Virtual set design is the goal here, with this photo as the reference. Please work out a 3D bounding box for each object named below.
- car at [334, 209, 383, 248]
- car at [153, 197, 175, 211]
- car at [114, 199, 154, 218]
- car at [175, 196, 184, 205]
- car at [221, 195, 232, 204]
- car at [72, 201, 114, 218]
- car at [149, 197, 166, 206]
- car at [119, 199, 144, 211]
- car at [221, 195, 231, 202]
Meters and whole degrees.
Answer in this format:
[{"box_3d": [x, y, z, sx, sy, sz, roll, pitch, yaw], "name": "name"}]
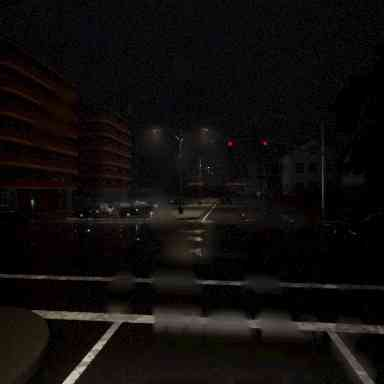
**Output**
[{"box_3d": [8.561, 1.491, 13.849, 4.902, 1.511, 2.128, 0, 0, 12], "name": "car"}, {"box_3d": [-3.936, 1.492, 41.576, 2.128, 1.511, 4.902, 0, 0, 6], "name": "car"}, {"box_3d": [-5.121, 1.601, 30.131, 1.895, 1.301, 4.718, 0, 0, 6], "name": "car"}, {"box_3d": [-2.404, 1.503, 56.312, 1.837, 1.490, 4.892, 0, 0, 6], "name": "car"}, {"box_3d": [6.567, 1.504, 63.478, 1.837, 1.490, 4.892, 0, 0, 6], "name": "car"}, {"box_3d": [-8.714, 1.547, 30.042, 2.033, 1.411, 5.357, 0, 0, 8], "name": "car"}, {"box_3d": [-5.889, 1.564, 56.592, 1.994, 1.385, 4.181, 0, 0, 6], "name": "car"}, {"box_3d": [-7.455, 1.601, 41.577, 1.895, 1.301, 4.718, 0, 0, 6], "name": "car"}, {"box_3d": [7.730, 1.523, 75.654, 2.128, 1.511, 4.902, 0, 0, 6], "name": "car"}]
